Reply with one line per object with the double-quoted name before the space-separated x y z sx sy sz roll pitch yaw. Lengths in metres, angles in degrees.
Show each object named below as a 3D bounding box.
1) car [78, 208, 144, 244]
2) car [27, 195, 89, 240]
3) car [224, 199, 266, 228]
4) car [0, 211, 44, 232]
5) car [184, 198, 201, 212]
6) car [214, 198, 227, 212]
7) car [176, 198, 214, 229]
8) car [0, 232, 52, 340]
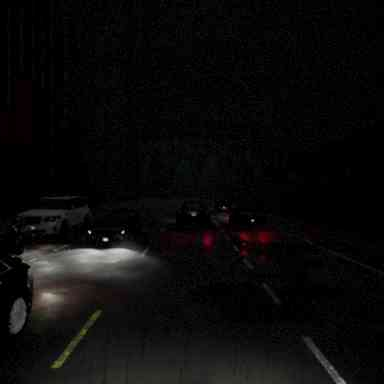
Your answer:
"car" -3.500 1.542 16.118 2.033 1.411 5.357 0 0 0
"car" -7.000 1.217 17.327 2.150 2.045 5.566 0 0 0
"car" 3.600 1.483 22.170 2.128 1.511 4.902 0 0 0
"car" -7.044 1.544 10.538 2.033 1.411 5.357 0 0 1
"car" 0.092 1.464 39.519 1.882 1.535 5.008 0 0 0
"car" 3.589 1.491 39.347 1.837 1.490 4.892 0 0 0
"car" 0.101 1.346 21.699 2.097 1.767 4.553 0 0 0
"car" -3.581 1.505 3.734 1.837 1.490 4.892 0 0 0
